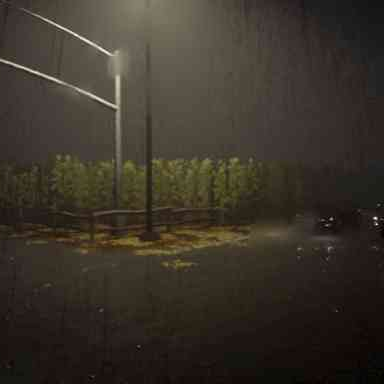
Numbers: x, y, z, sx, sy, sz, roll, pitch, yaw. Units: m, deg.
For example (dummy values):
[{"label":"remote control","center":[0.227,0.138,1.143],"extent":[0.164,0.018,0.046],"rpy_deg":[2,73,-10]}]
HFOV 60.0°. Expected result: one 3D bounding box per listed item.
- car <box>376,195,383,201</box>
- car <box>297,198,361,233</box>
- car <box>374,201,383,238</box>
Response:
[{"label":"car","center":[16.371,0.856,27.079],"extent":[1.837,1.490,4.892],"rpy_deg":[1,2,42]},{"label":"car","center":[7.063,1.110,16.896],"extent":[1.837,1.490,4.892],"rpy_deg":[1,2,43]},{"label":"car","center":[9.399,1.186,14.092],"extent":[1.812,1.442,4.674],"rpy_deg":[1,2,43]}]
